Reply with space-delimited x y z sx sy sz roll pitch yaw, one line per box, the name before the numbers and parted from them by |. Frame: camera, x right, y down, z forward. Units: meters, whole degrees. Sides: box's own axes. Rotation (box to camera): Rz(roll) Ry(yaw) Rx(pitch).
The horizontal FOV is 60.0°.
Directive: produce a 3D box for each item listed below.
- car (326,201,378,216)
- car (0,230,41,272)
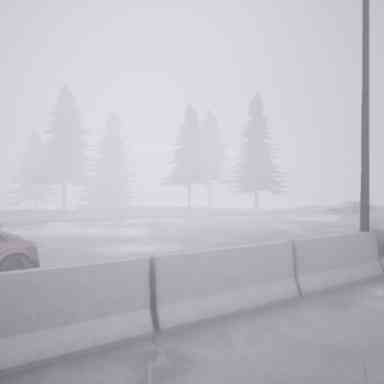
car | 15.774 1.562 32.598 5.357 1.411 2.033 0 0 -24
car | -6.025 1.531 8.165 4.181 1.385 1.994 0 0 -35
